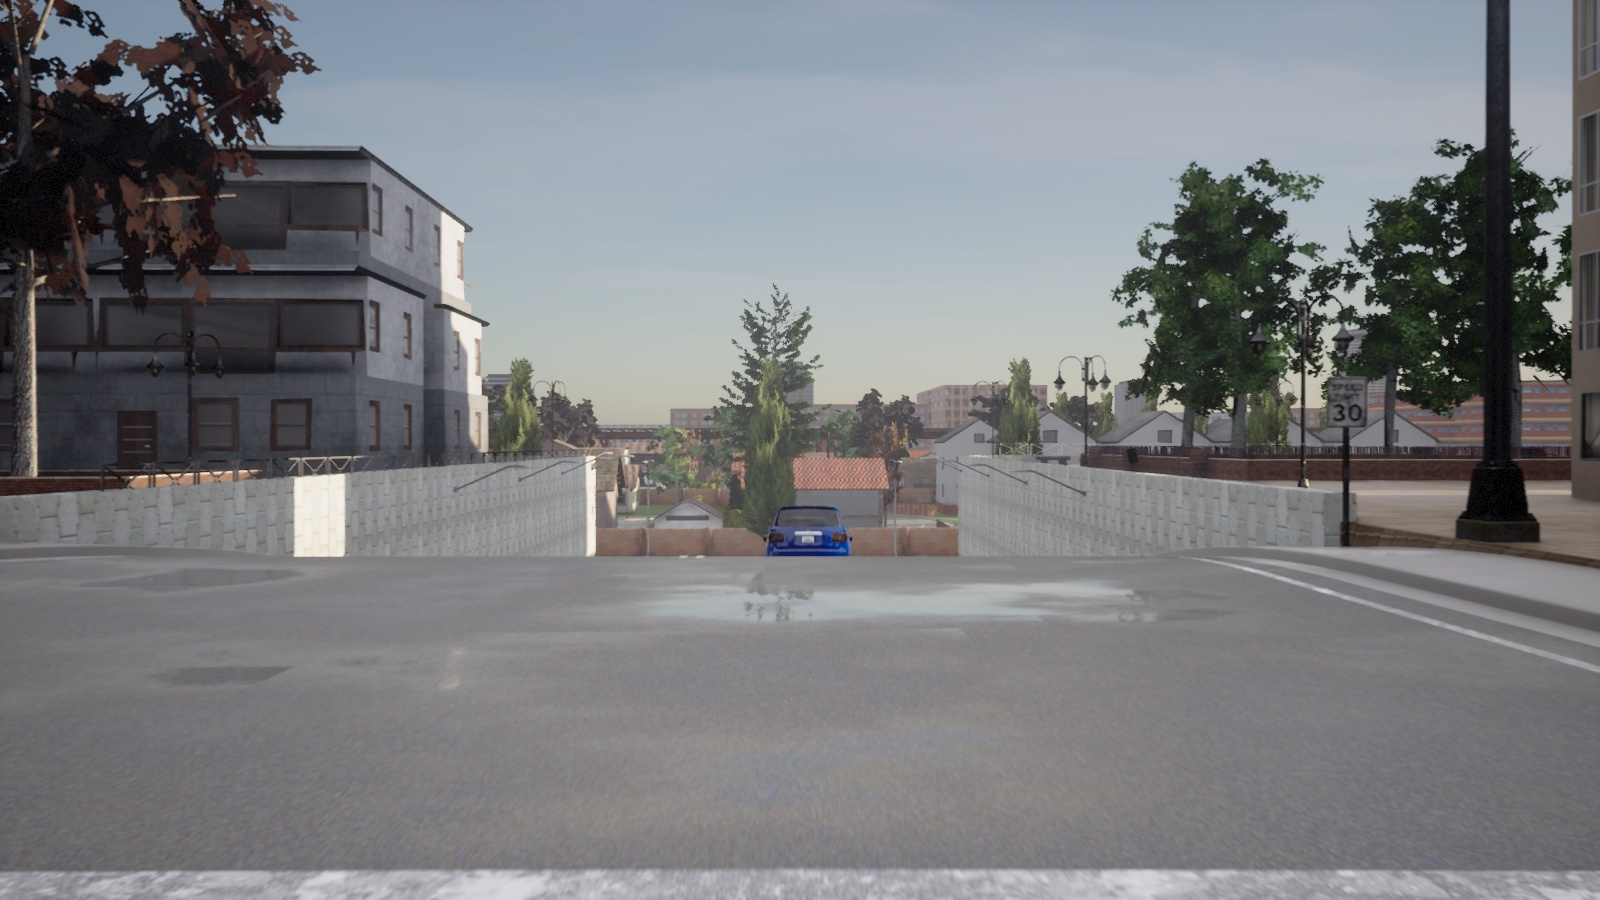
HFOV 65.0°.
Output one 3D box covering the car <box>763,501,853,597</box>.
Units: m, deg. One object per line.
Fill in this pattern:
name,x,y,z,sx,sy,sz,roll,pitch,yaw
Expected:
car,0.204,2.702,33.059,2.150,2.045,5.566,0,-9,0
